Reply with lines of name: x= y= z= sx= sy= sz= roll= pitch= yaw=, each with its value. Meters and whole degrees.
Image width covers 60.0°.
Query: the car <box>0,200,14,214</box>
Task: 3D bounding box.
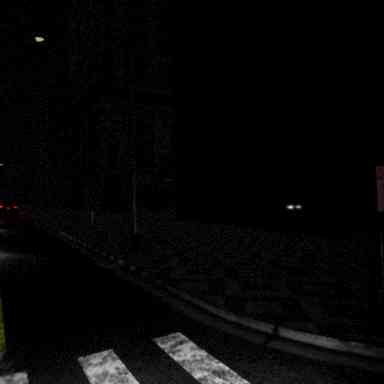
car: x=-28.484 y=2.199 z=50.697 sx=2.150 sy=2.045 sz=5.566 roll=0 pitch=-1 yaw=-30

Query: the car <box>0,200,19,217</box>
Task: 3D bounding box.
car: x=-22.981 y=2.011 z=41.565 sx=2.150 sy=2.045 sz=5.566 roll=0 pitch=-1 yaw=-31
